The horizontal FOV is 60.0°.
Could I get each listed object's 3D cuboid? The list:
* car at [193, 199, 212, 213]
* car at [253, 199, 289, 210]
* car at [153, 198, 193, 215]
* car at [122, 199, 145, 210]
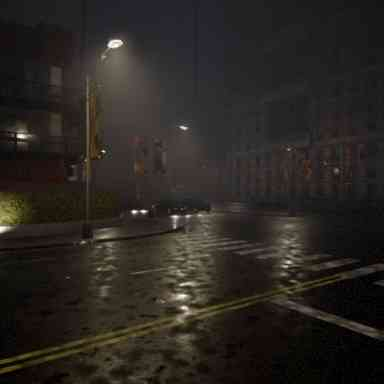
[{"bbox_3d":[0.172,1.477,37.119,1.882,1.535,5.008,0,0,-35],"label":"car"},{"bbox_3d":[10.140,1.599,43.152,1.895,1.301,4.718,0,0,-34],"label":"car"},{"bbox_3d":[-2.351,1.504,34.617,1.837,1.490,4.892,0,0,-35],"label":"car"},{"bbox_3d":[-7.623,1.563,42.206,1.994,1.385,4.181,0,0,-35],"label":"car"}]
